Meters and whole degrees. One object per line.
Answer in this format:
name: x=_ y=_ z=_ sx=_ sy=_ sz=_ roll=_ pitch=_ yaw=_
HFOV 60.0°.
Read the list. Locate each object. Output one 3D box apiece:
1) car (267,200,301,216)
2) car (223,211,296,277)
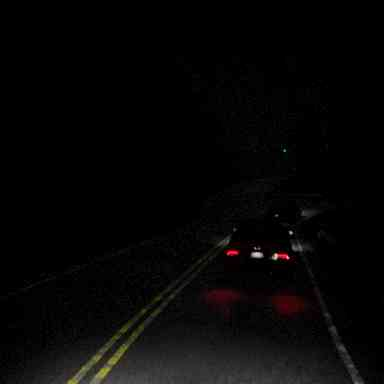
car: x=7.541 y=1.416 z=27.126 sx=1.882 sy=1.535 sz=5.008 roll=0 pitch=5 yaw=29
car: x=2.168 y=1.573 z=10.483 sx=2.033 sy=1.411 sz=5.357 roll=1 pitch=0 yaw=14
